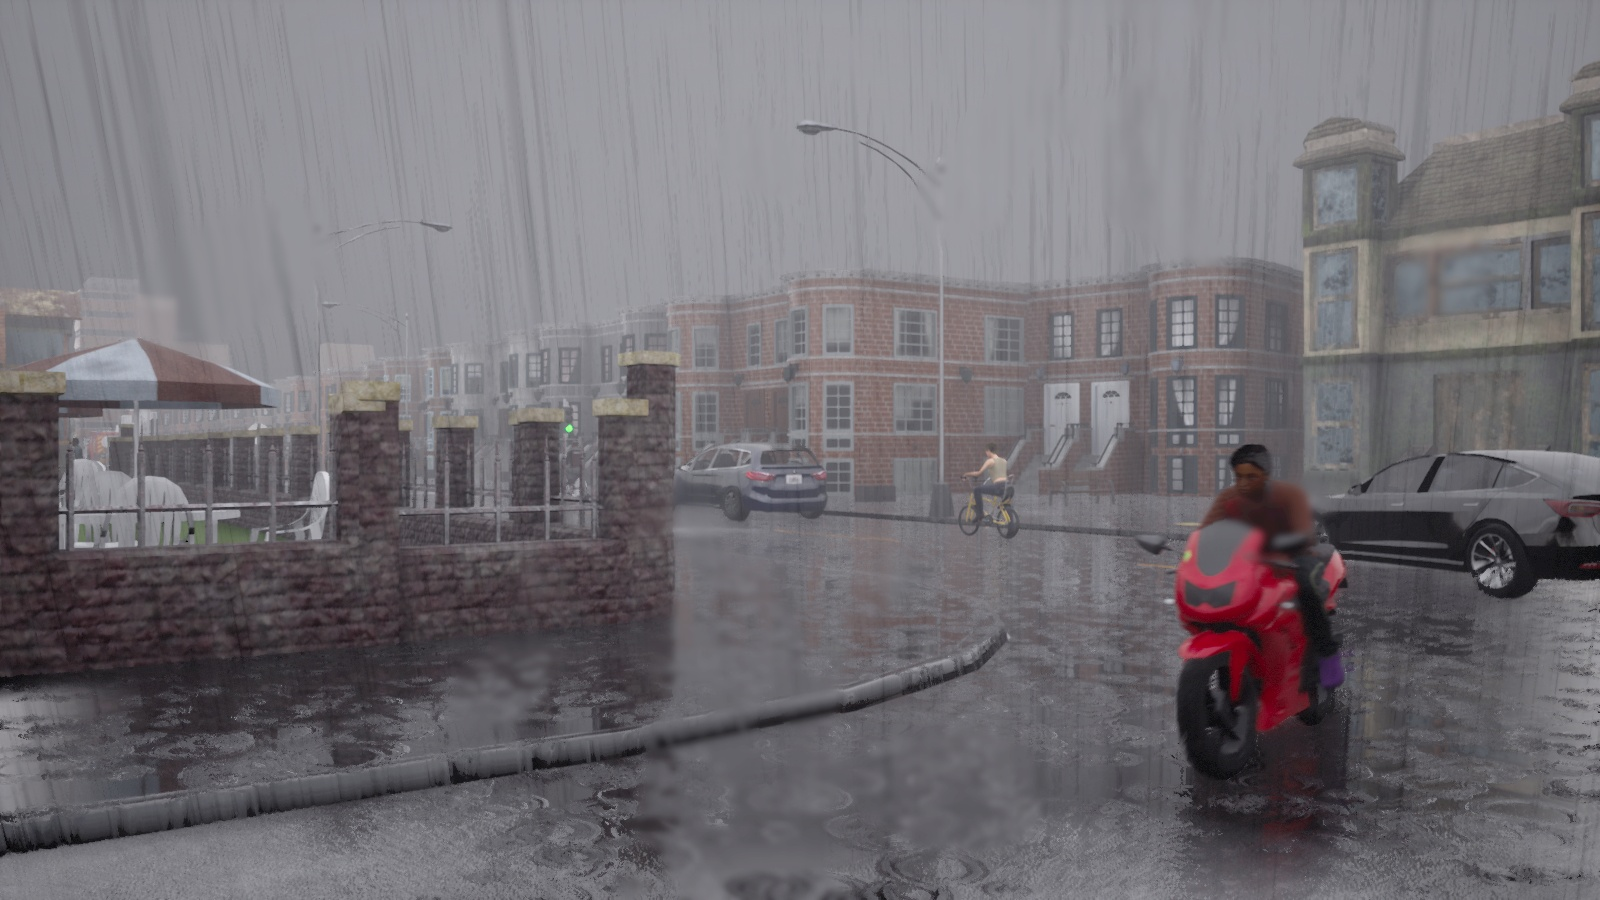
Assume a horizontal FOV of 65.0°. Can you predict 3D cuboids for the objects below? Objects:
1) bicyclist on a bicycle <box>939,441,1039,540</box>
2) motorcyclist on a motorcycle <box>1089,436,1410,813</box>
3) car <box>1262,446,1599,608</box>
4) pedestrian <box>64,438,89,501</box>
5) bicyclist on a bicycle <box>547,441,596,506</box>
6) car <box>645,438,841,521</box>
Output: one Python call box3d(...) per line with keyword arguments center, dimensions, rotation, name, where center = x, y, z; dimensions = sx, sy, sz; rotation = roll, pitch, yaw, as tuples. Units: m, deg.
box3d(center=(3.197, 0.663, 21.335), dimensions=(0.866, 1.612, 1.509), rotation=(0, 0, -34), name="bicyclist on a bicycle")
box3d(center=(2.265, 0.716, 6.134), dimensions=(0.797, 1.523, 2.044), rotation=(-3, -2, 39), name="motorcyclist on a motorcycle")
box3d(center=(7.537, 0.704, 14.086), dimensions=(2.163, 1.488, 4.792), rotation=(0, 0, -12), name="car")
box3d(center=(-21.624, 0.577, 37.515), dimensions=(0.614, 1.847, 0.353), rotation=(0, 0, -33), name="pedestrian")
box3d(center=(-6.413, 0.652, 35.197), dimensions=(0.659, 1.776, 1.843), rotation=(0, 0, -35), name="bicyclist on a bicycle")
box3d(center=(-1.373, 0.598, 27.950), dimensions=(2.242, 1.667, 4.611), rotation=(0, 0, -35), name="car")
